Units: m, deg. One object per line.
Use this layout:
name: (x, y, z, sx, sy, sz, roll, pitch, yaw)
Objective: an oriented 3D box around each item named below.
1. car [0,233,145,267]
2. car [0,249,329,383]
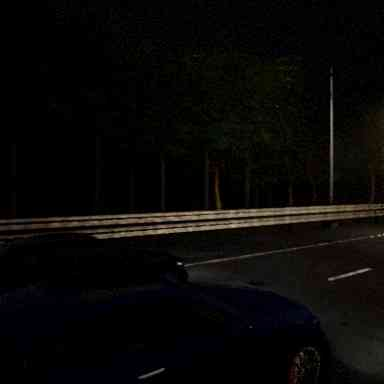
car: (-2.271, 1.527, 6.432, 4.674, 1.442, 1.812, 0, 0, -36)
car: (-0.582, 1.527, 3.334, 4.674, 1.442, 1.812, 0, 0, -36)
